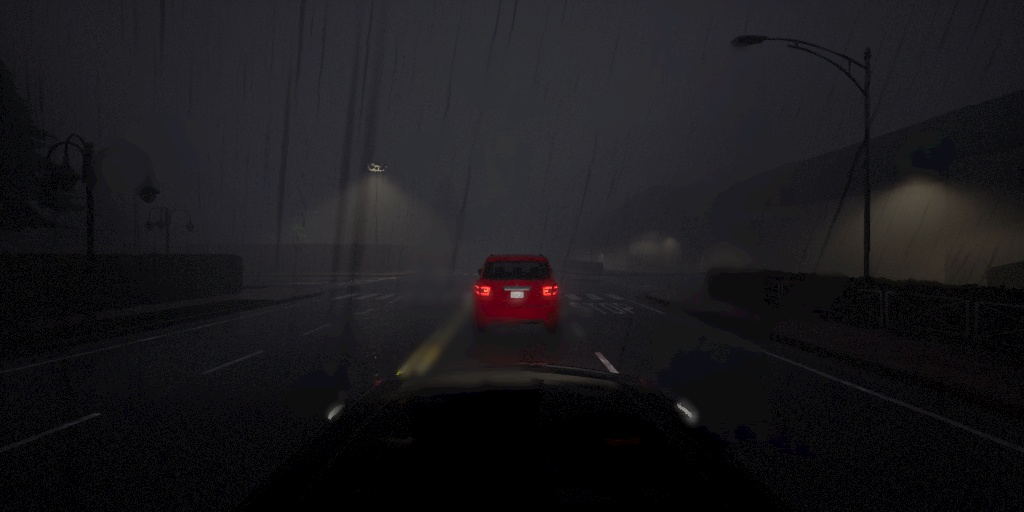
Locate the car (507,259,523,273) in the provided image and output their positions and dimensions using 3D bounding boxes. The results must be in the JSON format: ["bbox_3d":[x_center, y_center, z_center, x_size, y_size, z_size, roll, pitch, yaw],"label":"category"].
[{"bbox_3d":[0.368,1.228,45.650,1.882,1.535,5.008,0,0,1],"label":"car"}]

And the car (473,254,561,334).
[{"bbox_3d":[0.124,0.971,10.800,2.150,2.045,5.566,0,0,0],"label":"car"}]
